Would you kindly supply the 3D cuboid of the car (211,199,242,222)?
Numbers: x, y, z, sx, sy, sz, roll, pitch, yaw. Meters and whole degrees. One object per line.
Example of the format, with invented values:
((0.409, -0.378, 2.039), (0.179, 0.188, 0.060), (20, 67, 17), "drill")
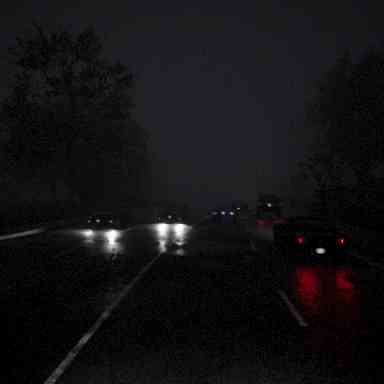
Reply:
((2.637, 1.545, 26.020), (2.033, 1.411, 5.357), (0, 0, 10), "car")

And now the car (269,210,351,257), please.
((4.377, 1.607, 12.974), (1.895, 1.301, 4.718), (0, 0, 5), "car")

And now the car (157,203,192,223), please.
((-1.218, 1.551, 25.127), (1.994, 1.385, 4.181), (0, 0, 10), "car")

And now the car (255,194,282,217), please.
((7.149, 1.231, 31.100), (2.150, 2.045, 5.566), (0, 0, 11), "car")

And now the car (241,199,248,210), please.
((6.096, 1.549, 42.559), (1.994, 1.385, 4.181), (0, 0, 13), "car")

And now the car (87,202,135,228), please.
((-5.229, 1.483, 22.135), (1.837, 1.490, 4.892), (0, -1, 8), "car")
